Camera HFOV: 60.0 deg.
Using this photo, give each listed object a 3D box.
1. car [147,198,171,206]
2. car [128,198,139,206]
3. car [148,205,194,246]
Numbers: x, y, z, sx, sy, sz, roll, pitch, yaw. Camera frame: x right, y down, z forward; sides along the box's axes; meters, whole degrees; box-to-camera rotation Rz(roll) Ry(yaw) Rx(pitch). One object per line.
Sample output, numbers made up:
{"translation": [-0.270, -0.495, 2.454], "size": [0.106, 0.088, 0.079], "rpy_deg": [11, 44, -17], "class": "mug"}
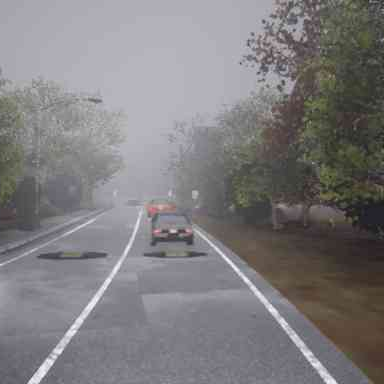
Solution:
{"translation": [-2.988, 1.347, 30.288], "size": [2.097, 1.767, 4.553], "rpy_deg": [1, 0, -8], "class": "car"}
{"translation": [-10.676, 1.834, 60.658], "size": [1.882, 1.535, 5.008], "rpy_deg": [1, -3, -8], "class": "car"}
{"translation": [-1.013, 1.562, 15.361], "size": [2.033, 1.411, 5.357], "rpy_deg": [1, 0, -7], "class": "car"}
